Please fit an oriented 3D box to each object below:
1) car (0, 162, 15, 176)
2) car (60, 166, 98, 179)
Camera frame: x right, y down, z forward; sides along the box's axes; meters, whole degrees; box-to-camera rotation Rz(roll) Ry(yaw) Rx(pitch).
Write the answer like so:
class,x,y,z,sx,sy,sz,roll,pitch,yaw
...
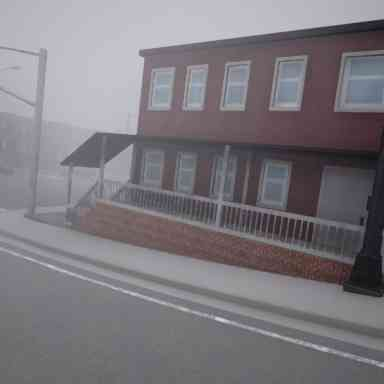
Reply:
class,x,y,z,sx,sy,sz,roll,pitch,yaw
car,-20.201,-2.459,33.467,1.994,1.385,4.181,10,6,35
car,-14.154,-2.513,41.827,1.837,1.490,4.892,10,6,35
